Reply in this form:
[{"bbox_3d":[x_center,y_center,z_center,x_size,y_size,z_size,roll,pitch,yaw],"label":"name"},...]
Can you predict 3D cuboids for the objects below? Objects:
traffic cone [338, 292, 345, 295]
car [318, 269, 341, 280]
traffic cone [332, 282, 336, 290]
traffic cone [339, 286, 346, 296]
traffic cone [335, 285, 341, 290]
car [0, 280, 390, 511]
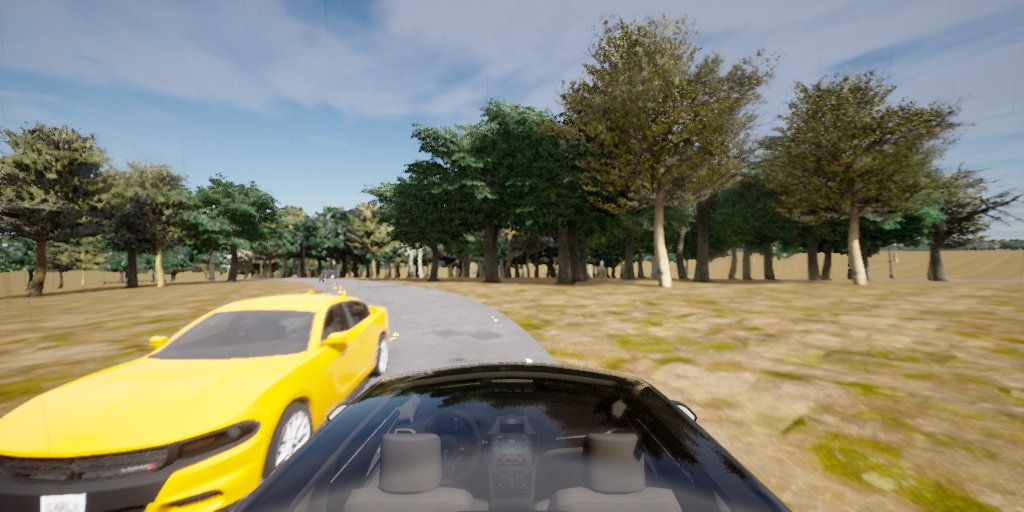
[{"bbox_3d":[-7.349,1.949,15.066,0.340,0.580,0.340,0,0,-19],"label":"traffic cone"},{"bbox_3d":[-20.931,2.208,41.031,2.128,1.511,4.902,0,-2,-35],"label":"car"},{"bbox_3d":[-13.808,2.330,27.933,0.340,0.580,0.340,0,0,-31],"label":"traffic cone"},{"bbox_3d":[-9.102,2.059,19.445,0.340,0.580,0.340,0,0,-25],"label":"traffic cone"},{"bbox_3d":[-11.319,2.187,23.673,0.340,0.580,0.340,0,0,-29],"label":"traffic cone"},{"bbox_3d":[-2.997,1.274,4.674,1.882,1.535,5.008,0,-1,-6],"label":"car"}]
